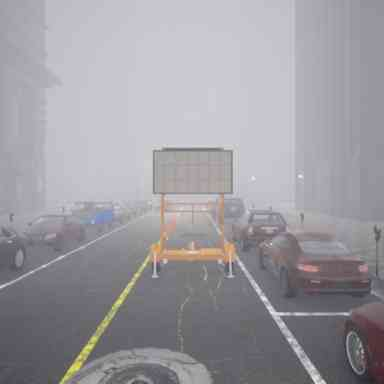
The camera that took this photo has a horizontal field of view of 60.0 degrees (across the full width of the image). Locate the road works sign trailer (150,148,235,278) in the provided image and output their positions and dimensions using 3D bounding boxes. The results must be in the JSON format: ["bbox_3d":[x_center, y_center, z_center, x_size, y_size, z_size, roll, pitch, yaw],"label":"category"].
[{"bbox_3d":[0.023,0.464,10.138,2.380,3.560,2.880,0,0,0],"label":"road works sign trailer"}]

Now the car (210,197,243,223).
[{"bbox_3d":[2.815,1.320,25.150,2.192,1.841,5.009,0,0,0],"label":"car"}]

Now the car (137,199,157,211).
[{"bbox_3d":[-5.670,1.583,42.076,1.947,1.339,4.313,0,0,0],"label":"car"}]

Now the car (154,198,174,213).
[{"bbox_3d":[-3.010,1.490,37.025,1.882,1.535,5.008,0,0,0],"label":"car"}]

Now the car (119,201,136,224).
[{"bbox_3d":[-5.709,1.530,24.996,1.752,1.417,4.829,0,0,0],"label":"car"}]

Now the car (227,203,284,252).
[{"bbox_3d":[2.790,1.441,13.878,1.967,1.590,4.097,0,0,0],"label":"car"}]

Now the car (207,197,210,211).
[{"bbox_3d":[2.828,1.323,30.786,2.192,1.841,5.009,0,0,0],"label":"car"}]

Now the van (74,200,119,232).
[{"bbox_3d":[-5.722,1.343,19.530,1.690,1.788,3.998,0,0,0],"label":"van"}]

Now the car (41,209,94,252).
[{"bbox_3d":[-5.734,1.583,13.893,1.802,1.307,4.206,0,0,0],"label":"car"}]

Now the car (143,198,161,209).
[{"bbox_3d":[-5.657,1.573,47.713,2.008,1.369,4.403,0,0,0],"label":"car"}]

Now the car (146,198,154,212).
[{"bbox_3d":[-5.683,1.578,36.439,1.947,1.339,4.313,0,0,0],"label":"car"}]

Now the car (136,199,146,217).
[{"bbox_3d":[-5.695,1.590,30.803,1.802,1.307,4.206,0,0,0],"label":"car"}]

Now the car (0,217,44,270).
[{"bbox_3d":[-5.747,1.551,8.256,2.008,1.369,4.403,0,0,0],"label":"car"}]

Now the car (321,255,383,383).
[{"bbox_3d":[2.765,1.582,2.606,1.802,1.307,4.206,0,0,0],"label":"car"}]

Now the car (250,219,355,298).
[{"bbox_3d":[2.778,1.582,8.242,1.802,1.307,4.206,0,0,0],"label":"car"}]
